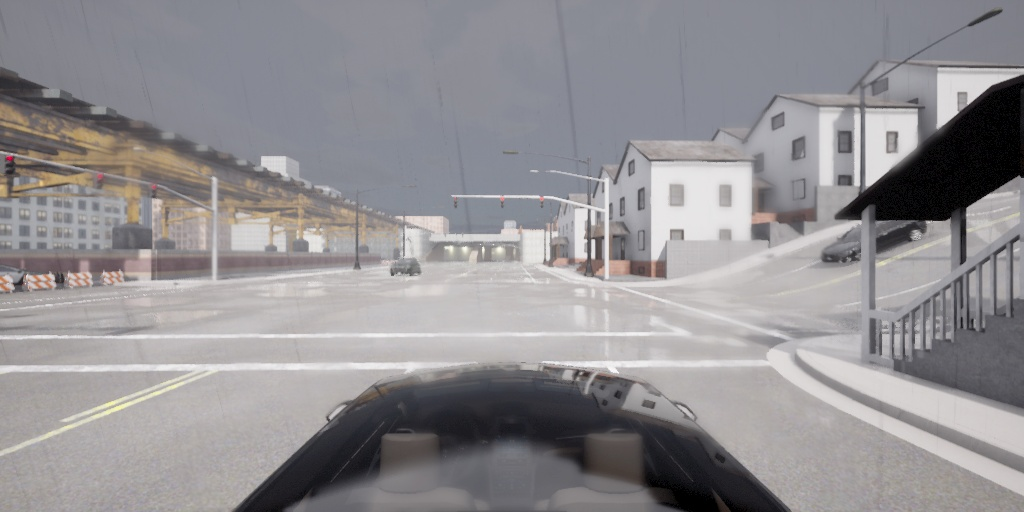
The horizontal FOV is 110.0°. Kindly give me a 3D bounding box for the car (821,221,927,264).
[{"bbox_3d":[18.996,-0.938,19.020,4.892,1.490,1.837,-21,1,-1],"label":"car"}]

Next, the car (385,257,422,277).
[{"bbox_3d":[-10.492,1.013,35.623,2.097,1.767,4.553,0,0,0],"label":"car"}]
